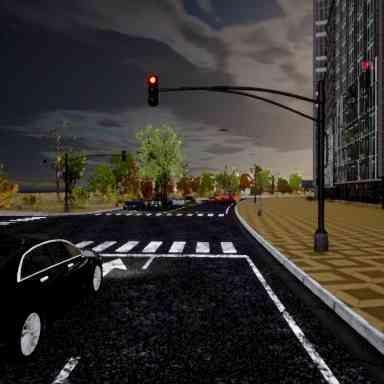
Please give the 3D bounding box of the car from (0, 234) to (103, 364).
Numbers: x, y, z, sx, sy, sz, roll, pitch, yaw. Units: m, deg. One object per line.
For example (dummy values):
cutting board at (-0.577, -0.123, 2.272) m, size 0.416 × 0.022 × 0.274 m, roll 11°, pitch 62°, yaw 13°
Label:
car at (-3.014, 1.504, 5.845) m, size 1.837 × 1.490 × 4.892 m, roll 0°, pitch 0°, yaw 1°

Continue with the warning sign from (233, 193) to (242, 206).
warning sign at (6.538, 1.122, 48.170) m, size 1.300 × 1.860 × 1.060 m, roll 0°, pitch 0°, yaw 8°

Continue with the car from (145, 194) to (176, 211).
car at (-3.834, 1.222, 41.536) m, size 2.150 × 2.045 × 5.566 m, roll 0°, pitch 0°, yaw 7°

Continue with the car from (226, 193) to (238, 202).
car at (9.760, 1.246, 80.347) m, size 2.150 × 2.045 × 5.566 m, roll 0°, pitch 0°, yaw 14°

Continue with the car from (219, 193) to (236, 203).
car at (7.608, 1.239, 70.055) m, size 2.150 × 2.045 × 5.566 m, roll 0°, pitch 0°, yaw 12°

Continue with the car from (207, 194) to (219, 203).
car at (4.491, 1.573, 71.177) m, size 1.994 × 1.385 × 4.181 m, roll 0°, pitch 0°, yaw 12°

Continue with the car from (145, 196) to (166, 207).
car at (-5.673, 1.491, 52.043) m, size 2.128 × 1.511 × 4.902 m, roll 0°, pitch 0°, yaw 9°

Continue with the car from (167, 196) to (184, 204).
car at (-3.216, 1.498, 66.280) m, size 2.128 × 1.511 × 4.902 m, roll 0°, pitch 0°, yaw 11°

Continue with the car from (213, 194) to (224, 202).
car at (6.454, 1.373, 80.486) m, size 2.097 × 1.767 × 4.553 m, roll 0°, pitch 0°, yaw 14°

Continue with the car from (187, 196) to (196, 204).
car at (-0.467, 1.532, 63.347) m, size 1.812 × 1.442 × 4.674 m, roll 0°, pitch 0°, yaw 11°

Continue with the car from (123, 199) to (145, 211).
car at (-7.103, 1.563, 41.503) m, size 1.994 × 1.385 × 4.181 m, roll 0°, pitch 0°, yaw 7°

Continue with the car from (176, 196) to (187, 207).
car at (-2.444, 1.603, 51.666) m, size 1.895 × 1.301 × 4.718 m, roll 0°, pitch 0°, yaw 9°
